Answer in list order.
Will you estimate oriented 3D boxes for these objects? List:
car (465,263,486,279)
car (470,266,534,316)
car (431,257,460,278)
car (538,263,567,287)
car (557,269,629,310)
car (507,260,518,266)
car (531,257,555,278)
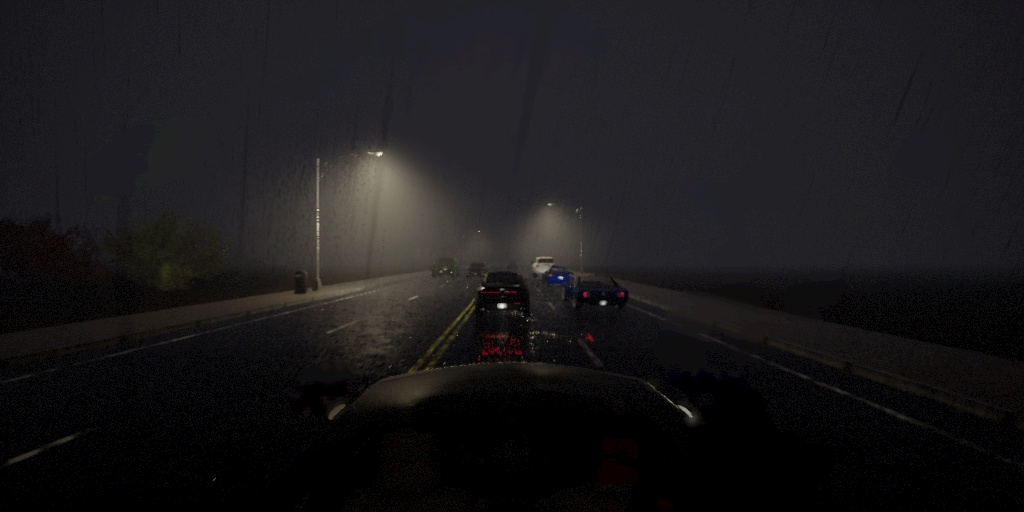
[{"bbox_3d":[-3.330,1.401,34.889,1.837,1.490,4.892,0,-1,0],"label":"car"},{"bbox_3d":[-0.298,1.309,13.660,1.837,1.490,4.892,0,0,0],"label":"car"},{"bbox_3d":[-6.584,1.120,36.074,2.150,2.045,5.566,0,0,0],"label":"car"},{"bbox_3d":[3.258,1.420,25.982,1.994,1.385,4.181,0,0,0],"label":"car"},{"bbox_3d":[3.255,1.409,15.012,1.895,1.301,4.718,0,0,0],"label":"car"},{"bbox_3d":[0.079,1.555,61.971,2.033,1.411,5.357,0,0,0],"label":"car"},{"bbox_3d":[3.261,1.124,37.014,2.150,2.045,5.566,0,0,0],"label":"car"}]
